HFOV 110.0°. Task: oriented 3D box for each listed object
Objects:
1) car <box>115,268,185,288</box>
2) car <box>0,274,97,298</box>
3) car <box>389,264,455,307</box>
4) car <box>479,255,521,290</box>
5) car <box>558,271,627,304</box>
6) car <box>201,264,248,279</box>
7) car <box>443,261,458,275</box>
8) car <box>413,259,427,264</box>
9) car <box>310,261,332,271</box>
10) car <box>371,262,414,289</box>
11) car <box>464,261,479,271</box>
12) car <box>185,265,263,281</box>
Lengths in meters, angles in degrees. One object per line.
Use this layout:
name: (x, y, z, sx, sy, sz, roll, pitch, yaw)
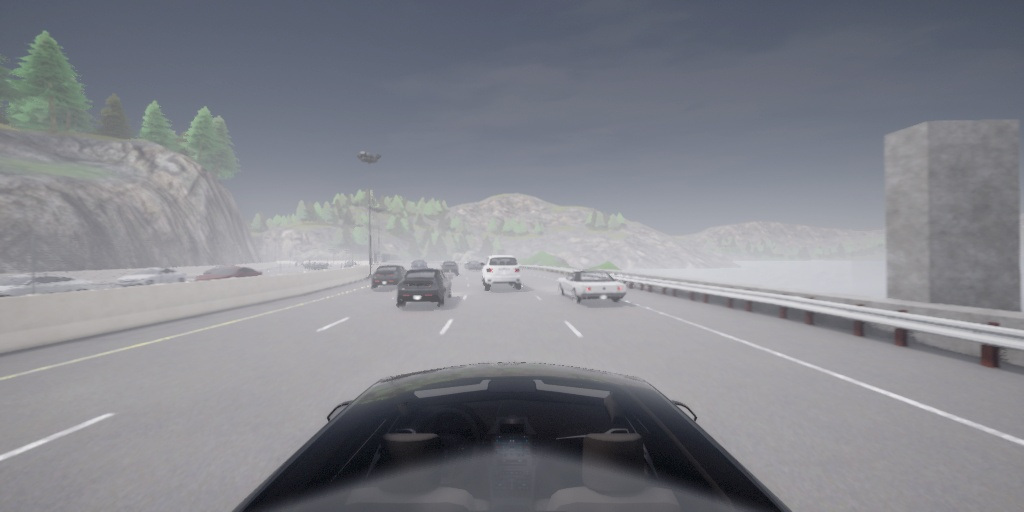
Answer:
car: (-26.314, 1.593, 26.404, 1.812, 1.442, 4.674, -1, 0, -8)
car: (-21.668, 1.538, 16.079, 1.812, 1.442, 4.674, -1, 0, -4)
car: (-3.765, 1.298, 15.887, 1.837, 1.490, 4.892, 0, 0, -5)
car: (-0.784, 0.976, 22.983, 2.150, 2.045, 5.566, 0, 0, -7)
car: (3.384, 1.306, 16.181, 1.895, 1.301, 4.718, -1, 0, -5)
car: (-32.553, 1.687, 40.880, 2.033, 1.411, 5.357, -1, 0, -13)
car: (-7.132, 1.333, 40.657, 1.837, 1.490, 4.892, 1, 0, -12)
car: (-12.674, 1.245, 48.853, 2.097, 1.767, 4.553, -1, 0, -15)
car: (-29.531, 1.645, 56.039, 2.033, 1.411, 5.357, -1, 0, -18)
car: (-8.033, 1.348, 24.073, 1.837, 1.490, 4.892, 0, 0, -7)
car: (-5.590, 1.354, 50.811, 2.033, 1.411, 5.357, -1, 0, -16)
car: (-18.984, 1.455, 24.276, 1.882, 1.535, 5.008, -1, 0, -7)
